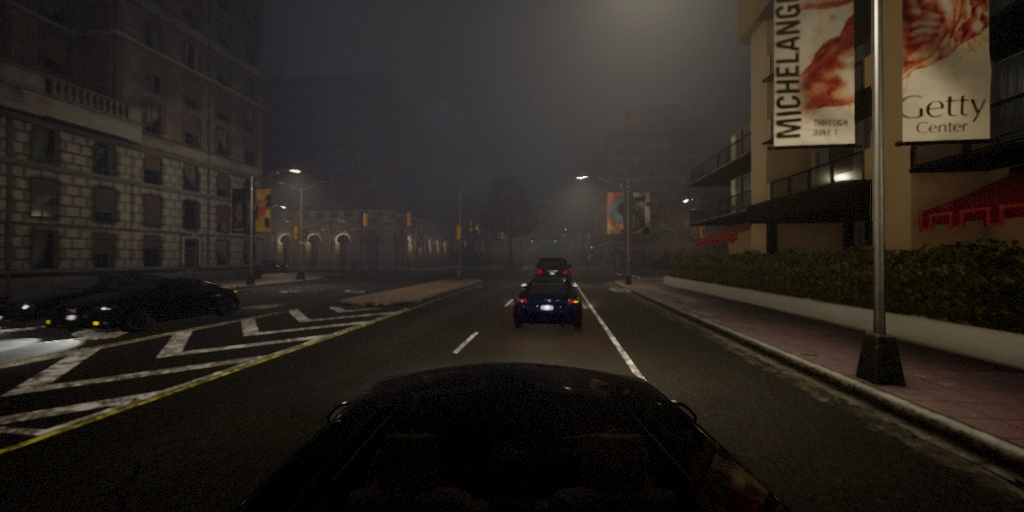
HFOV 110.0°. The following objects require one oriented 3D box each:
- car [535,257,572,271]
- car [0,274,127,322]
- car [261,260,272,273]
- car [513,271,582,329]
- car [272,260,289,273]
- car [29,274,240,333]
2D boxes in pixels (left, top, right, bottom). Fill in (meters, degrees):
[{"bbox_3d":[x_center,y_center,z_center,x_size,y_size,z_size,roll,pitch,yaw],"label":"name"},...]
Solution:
[{"bbox_3d":[2.635,1.105,23.077,2.150,2.045,5.566,0,0,7],"label":"car"},{"bbox_3d":[-13.993,1.341,12.641,2.033,1.411,5.357,0,0,7],"label":"car"},{"bbox_3d":[-32.585,1.458,43.820,4.892,1.490,1.837,0,0,7],"label":"car"},{"bbox_3d":[1.208,1.377,11.675,1.994,1.385,4.181,0,0,7],"label":"car"},{"bbox_3d":[-31.964,1.327,47.275,4.553,1.767,2.097,0,0,7],"label":"car"},{"bbox_3d":[-10.691,1.352,10.872,1.994,1.385,4.181,0,0,7],"label":"car"}]
